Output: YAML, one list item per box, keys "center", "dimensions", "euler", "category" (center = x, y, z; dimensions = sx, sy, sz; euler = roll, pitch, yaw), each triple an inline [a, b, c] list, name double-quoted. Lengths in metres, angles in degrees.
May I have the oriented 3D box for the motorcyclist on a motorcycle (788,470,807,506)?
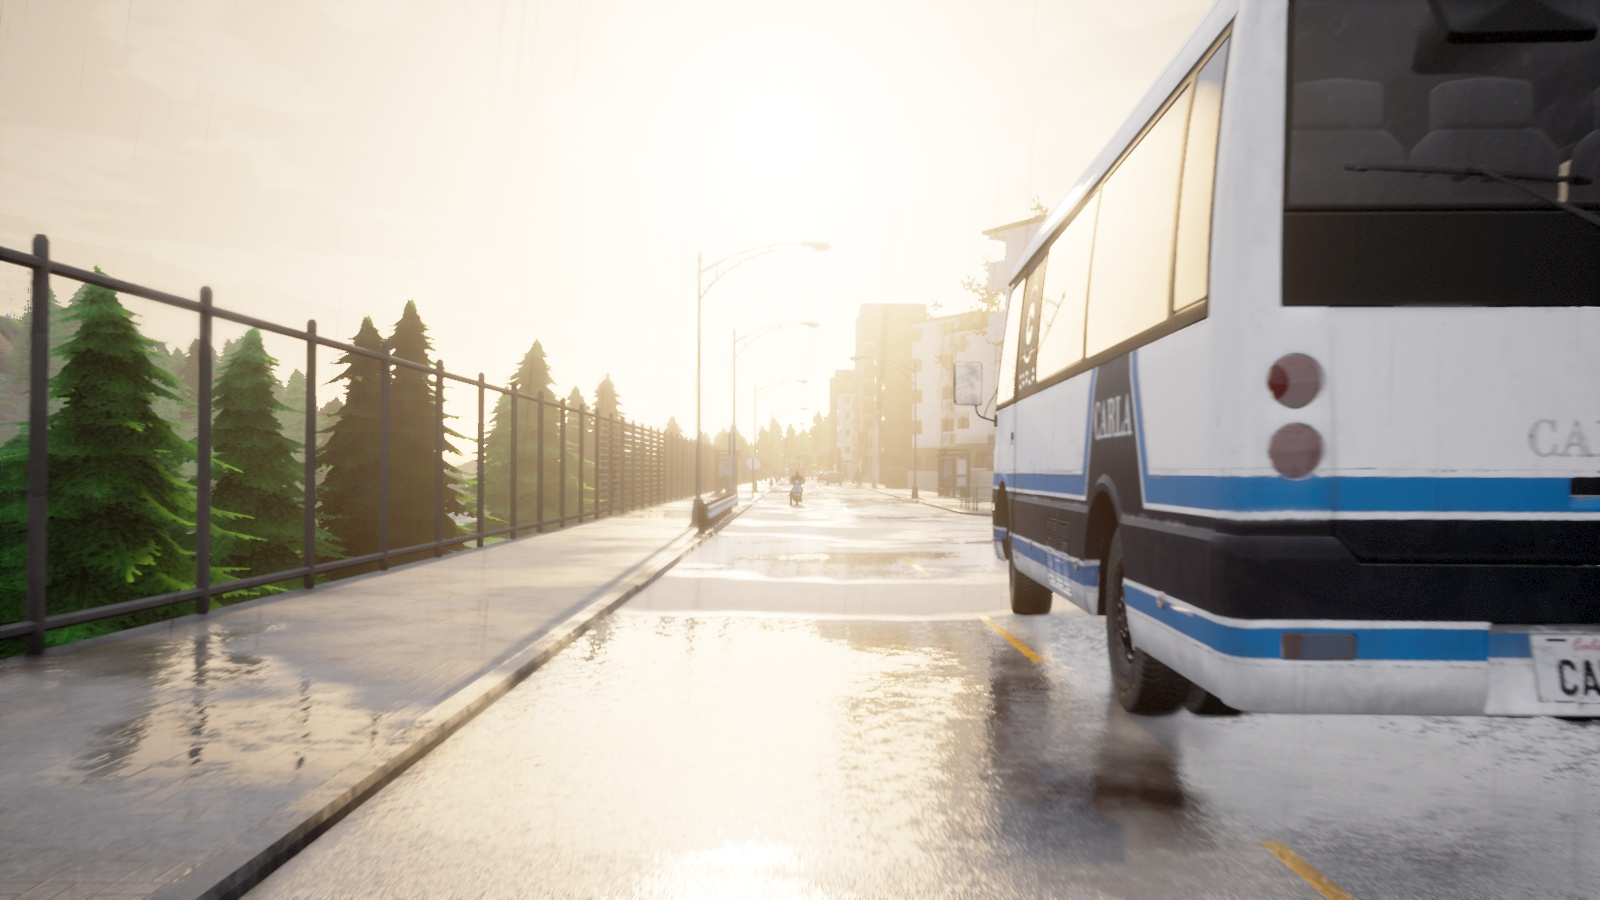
- center: [-0.121, 1.728, 57.323]
  dimensions: [0.866, 1.590, 1.817]
  euler: [0, -1, 0]
  category: "motorcyclist on a motorcycle"

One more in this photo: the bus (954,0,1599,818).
- center: [3.695, -0.396, 10.777]
  dimensions: [3.944, 4.253, 10.273]
  euler: [0, -1, 3]
  category: "bus"
